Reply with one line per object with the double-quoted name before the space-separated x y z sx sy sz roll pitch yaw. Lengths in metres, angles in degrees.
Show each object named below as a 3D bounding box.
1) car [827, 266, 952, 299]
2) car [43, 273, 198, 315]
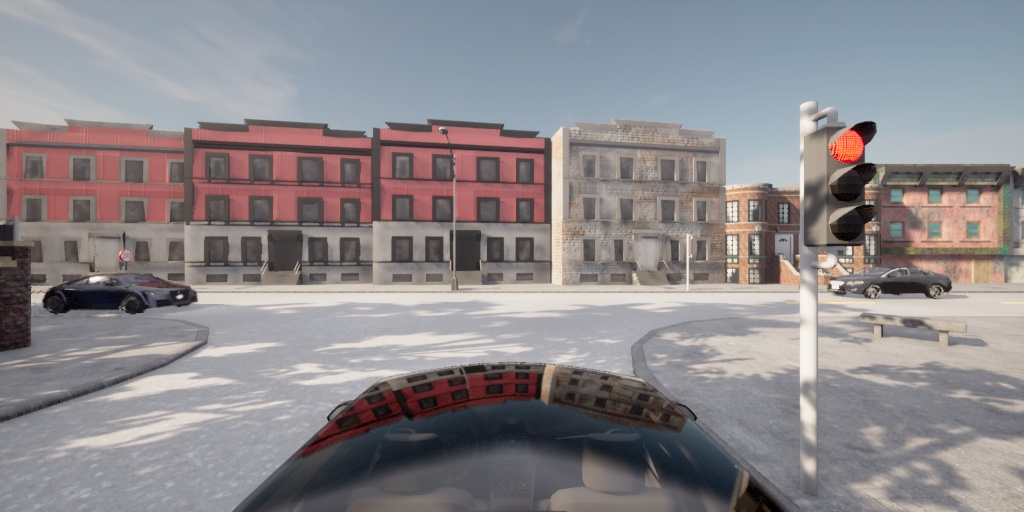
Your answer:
"car" 18.123 1.241 17.366 4.902 1.511 2.128 0 0 0
"car" -14.179 1.314 13.146 4.181 1.385 1.994 0 0 0
